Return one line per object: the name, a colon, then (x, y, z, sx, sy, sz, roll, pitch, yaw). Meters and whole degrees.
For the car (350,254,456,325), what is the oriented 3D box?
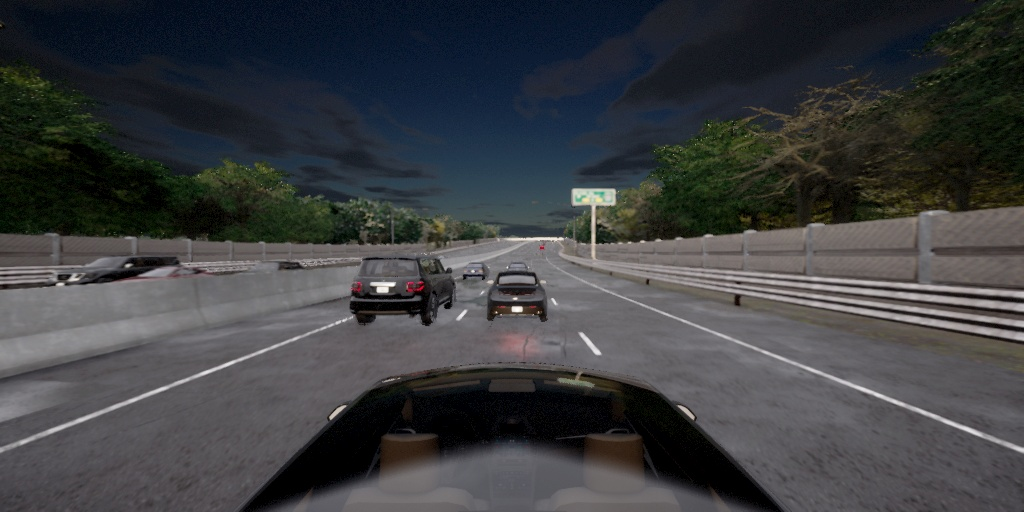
car: (-3.337, 0.973, 12.006, 2.150, 2.045, 5.566, 0, 0, 1)

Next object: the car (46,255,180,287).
car: (-20.941, 0.957, 19.439, 2.150, 2.045, 5.566, 0, 0, 1)

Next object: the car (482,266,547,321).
car: (0.171, 1.258, 12.537, 1.837, 1.490, 4.892, 0, 0, 1)

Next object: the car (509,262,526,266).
car: (0.492, 1.237, 30.732, 2.033, 1.411, 5.357, 0, 0, 1)

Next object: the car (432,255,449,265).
car: (-12.415, 0.676, 62.368, 1.812, 1.442, 4.674, 0, 1, 4)

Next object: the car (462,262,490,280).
car: (-3.010, 1.236, 30.628, 2.033, 1.411, 5.357, 0, 0, 1)

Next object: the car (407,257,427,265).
car: (-16.021, 0.796, 60.517, 1.895, 1.301, 4.718, 0, 1, 3)

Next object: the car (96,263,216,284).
car: (-17.456, 1.266, 18.272, 1.812, 1.442, 4.674, 0, 0, 1)

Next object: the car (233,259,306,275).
car: (-13.913, 1.089, 20.744, 2.097, 1.767, 4.553, 0, 0, 1)

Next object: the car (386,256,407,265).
car: (-19.519, 0.718, 60.595, 1.812, 1.442, 4.674, 0, 1, 3)
